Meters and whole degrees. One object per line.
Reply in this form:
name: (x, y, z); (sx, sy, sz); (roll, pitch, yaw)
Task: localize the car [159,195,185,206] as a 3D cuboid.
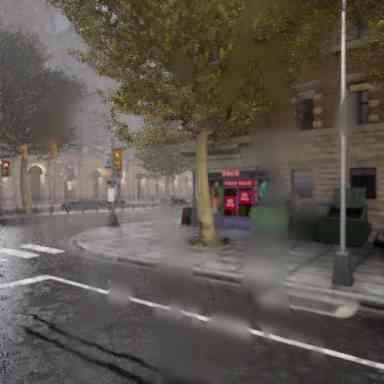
car: (-3.059, 1.224, 50.999); (2.097, 1.767, 4.553); (0, 0, 36)

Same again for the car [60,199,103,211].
car: (-12.725, 1.434, 37.626); (1.994, 1.385, 4.181); (0, 0, 36)

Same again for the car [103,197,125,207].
car: (-12.381, 1.439, 49.468); (1.895, 1.301, 4.718); (0, 0, 36)
